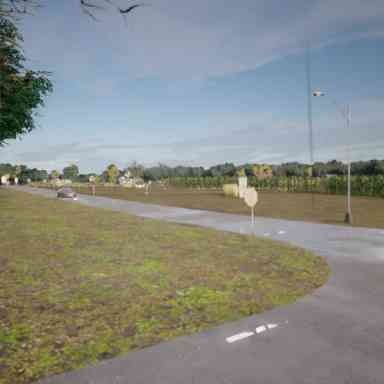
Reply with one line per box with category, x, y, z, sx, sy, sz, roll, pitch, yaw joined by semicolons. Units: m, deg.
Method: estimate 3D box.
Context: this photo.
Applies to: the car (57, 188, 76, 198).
car;-18.813;0.087;49.808;1.812;1.442;4.674;-2;3;-36
